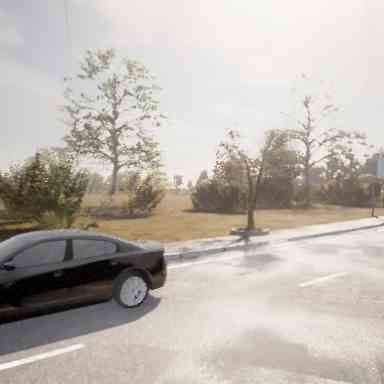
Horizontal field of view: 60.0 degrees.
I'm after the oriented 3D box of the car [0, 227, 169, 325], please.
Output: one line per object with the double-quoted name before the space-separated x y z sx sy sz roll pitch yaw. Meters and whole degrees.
"car" -2.832 1.480 6.314 5.008 1.535 1.882 0 0 -36
